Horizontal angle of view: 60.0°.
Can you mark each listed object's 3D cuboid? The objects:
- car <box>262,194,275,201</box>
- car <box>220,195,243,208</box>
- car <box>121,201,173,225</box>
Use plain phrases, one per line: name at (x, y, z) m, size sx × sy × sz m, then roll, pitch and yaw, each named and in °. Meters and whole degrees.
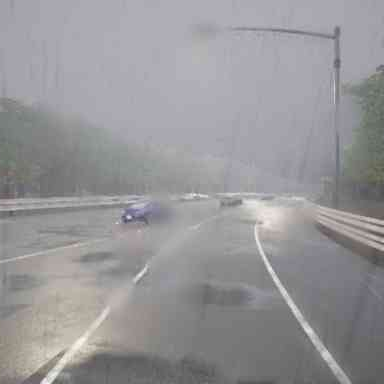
car at (15.208, 1.045, 66.261) m, size 2.033 × 1.411 × 5.357 m, roll 0°, pitch 0°, yaw 22°
car at (4.909, 1.150, 41.118) m, size 2.128 × 1.511 × 4.902 m, roll 0°, pitch 1°, yaw 22°
car at (-2.894, 1.324, 21.983) m, size 1.812 × 1.442 × 4.674 m, roll 0°, pitch 1°, yaw 22°
